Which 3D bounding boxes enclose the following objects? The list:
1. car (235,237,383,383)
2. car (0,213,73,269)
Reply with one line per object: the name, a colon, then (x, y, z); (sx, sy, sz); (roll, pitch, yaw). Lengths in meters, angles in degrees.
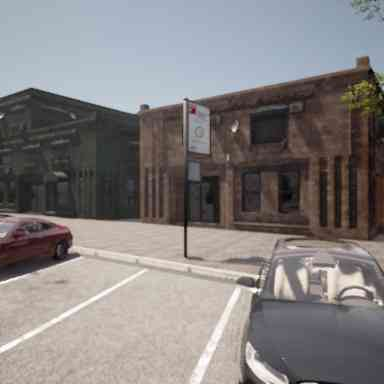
car: (1.825, 1.485, 4.792); (2.231, 1.521, 4.892); (1, -1, 16)
car: (-5.500, 1.510, 10.022); (2.002, 1.452, 4.674); (1, -1, 16)
